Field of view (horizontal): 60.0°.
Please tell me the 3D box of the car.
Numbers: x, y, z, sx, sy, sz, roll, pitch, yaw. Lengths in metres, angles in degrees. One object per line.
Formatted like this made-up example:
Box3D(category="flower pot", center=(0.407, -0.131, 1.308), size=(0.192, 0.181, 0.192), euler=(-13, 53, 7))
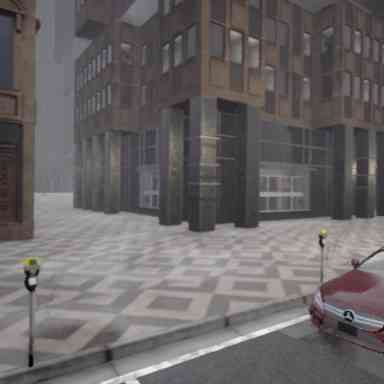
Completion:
Box3D(category="car", center=(3.774, 1.563, 5.550), size=(4.206, 1.307, 1.802), euler=(0, 1, -34))
